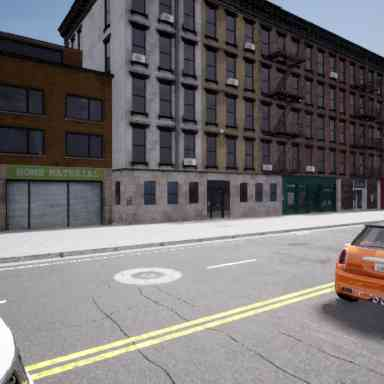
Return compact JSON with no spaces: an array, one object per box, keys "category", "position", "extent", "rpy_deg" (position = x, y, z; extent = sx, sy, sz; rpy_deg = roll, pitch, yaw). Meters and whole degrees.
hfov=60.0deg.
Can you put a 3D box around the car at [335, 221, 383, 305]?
[{"category":"car","position":[5.088,1.352,7.034],"extent":[4.553,1.767,2.097],"rpy_deg":[0,0,-35]}]

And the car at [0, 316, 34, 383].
[{"category":"car","position":[-3.481,1.222,0.970],"extent":[5.566,2.045,2.150],"rpy_deg":[0,0,-36]}]
